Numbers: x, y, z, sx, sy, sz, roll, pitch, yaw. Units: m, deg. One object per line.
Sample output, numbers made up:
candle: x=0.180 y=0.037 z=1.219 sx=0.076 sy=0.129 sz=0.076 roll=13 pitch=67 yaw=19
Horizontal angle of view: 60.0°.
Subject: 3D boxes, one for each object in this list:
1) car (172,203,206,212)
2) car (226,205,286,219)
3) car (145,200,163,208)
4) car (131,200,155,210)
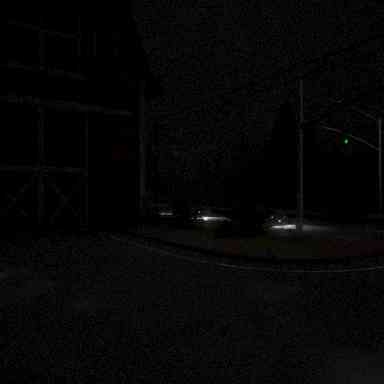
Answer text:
car: x=-0.398 y=1.785 z=33.793 sx=1.994 sy=1.385 sz=4.181 roll=0 pitch=0 yaw=-34
car: x=4.823 y=1.721 z=26.183 sx=2.033 sy=1.411 sz=5.357 roll=0 pitch=0 yaw=-34
car: x=-5.385 y=1.867 z=41.056 sx=1.895 sy=1.301 sz=4.718 roll=0 pitch=0 yaw=-34
car: x=-7.472 y=1.886 z=50.625 sx=1.994 sy=1.385 sz=4.181 roll=0 pitch=0 yaw=-34
